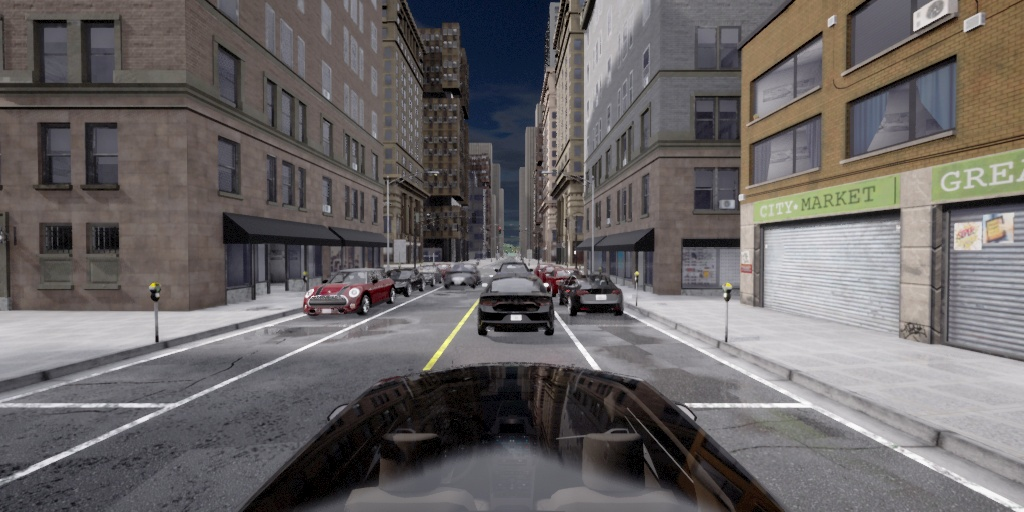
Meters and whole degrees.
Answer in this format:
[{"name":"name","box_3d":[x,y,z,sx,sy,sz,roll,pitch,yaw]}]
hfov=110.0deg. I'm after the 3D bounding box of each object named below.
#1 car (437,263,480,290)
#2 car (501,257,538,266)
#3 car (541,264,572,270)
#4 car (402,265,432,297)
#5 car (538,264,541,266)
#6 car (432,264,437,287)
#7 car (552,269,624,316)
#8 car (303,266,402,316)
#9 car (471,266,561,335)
[{"name":"car","box_3d":[-3.042,1.239,22.757,2.128,1.511,4.902,0,0,1]},{"name":"car","box_3d":[0.105,1.099,19.698,2.097,1.767,4.553,0,0,0]},{"name":"car","box_3d":[2.765,1.292,18.650,1.888,1.381,4.507,0,0,0]},{"name":"car","box_3d":[-5.761,1.313,18.653,1.948,1.339,4.313,0,0,0]},{"name":"car","box_3d":[2.766,1.292,24.156,1.888,1.381,4.507,0,0,0]},{"name":"car","box_3d":[-5.759,1.297,24.158,2.007,1.370,4.403,0,0,0]},{"name":"car","box_3d":[2.764,1.313,13.146,1.948,1.339,4.313,0,0,0]},{"name":"car","box_3d":[-5.762,1.187,13.147,1.967,1.591,4.097,0,0,0]},{"name":"car","box_3d":[0.100,1.226,10.475,1.882,1.535,5.008,0,0,0]}]
